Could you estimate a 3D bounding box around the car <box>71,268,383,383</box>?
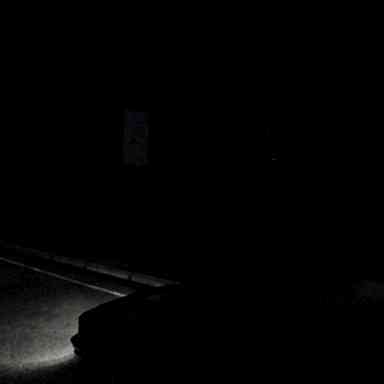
[{"bbox_3d":[1.087,1.555,3.290,5.357,1.411,2.033,0,0,36],"label":"car"}]
